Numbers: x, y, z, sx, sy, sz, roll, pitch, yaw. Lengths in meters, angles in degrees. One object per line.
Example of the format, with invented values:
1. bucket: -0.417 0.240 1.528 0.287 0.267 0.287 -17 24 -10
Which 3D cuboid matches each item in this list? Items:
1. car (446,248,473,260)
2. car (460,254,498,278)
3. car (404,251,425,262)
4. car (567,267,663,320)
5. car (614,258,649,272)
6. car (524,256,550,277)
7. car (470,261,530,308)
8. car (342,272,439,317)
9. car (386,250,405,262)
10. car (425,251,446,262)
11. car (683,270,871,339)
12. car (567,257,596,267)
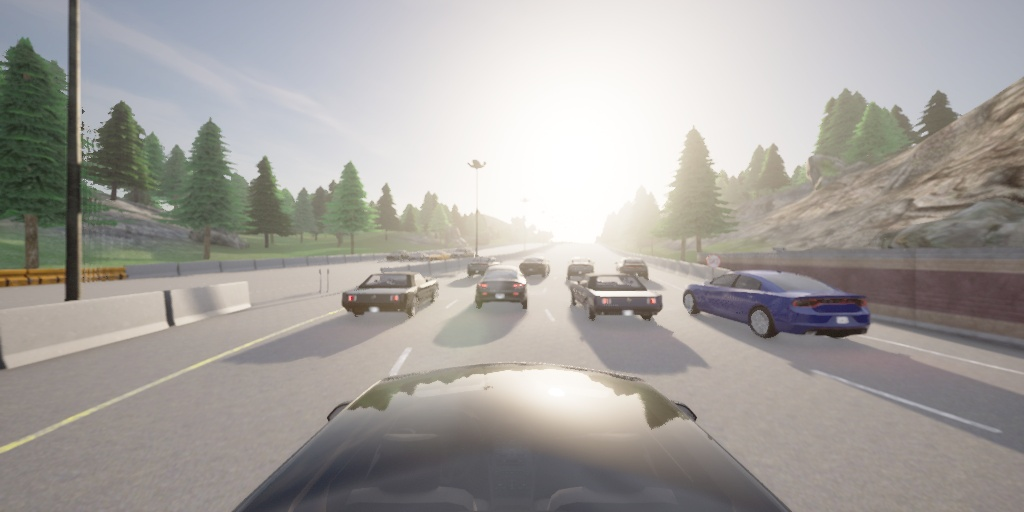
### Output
1. car: -7.458 -0.185 53.682 2.150 2.045 5.566 0 2 12
2. car: -1.910 0.822 27.129 2.128 1.511 4.902 0 1 12
3. car: -14.296 0.136 55.149 1.994 1.385 4.181 0 2 12
4. car: 3.107 1.201 11.804 1.895 1.301 4.718 0 1 0
5. car: 8.489 0.852 25.592 1.837 1.490 4.892 0 2 12
6. car: 1.873 0.776 28.170 1.882 1.535 5.008 0 1 12
7. car: -0.295 1.092 13.944 1.812 1.442 4.674 0 1 2
8. car: -3.865 1.188 12.355 1.895 1.301 4.718 0 1 1
9. car: -17.712 -0.087 55.887 2.097 1.767 4.553 0 2 12
10. car: -10.880 0.061 54.403 1.882 1.535 5.008 0 2 12
11. car: 6.605 1.111 9.757 1.882 1.535 5.008 0 1 -3
12. car: 5.018 0.833 26.086 2.128 1.511 4.902 0 1 12
